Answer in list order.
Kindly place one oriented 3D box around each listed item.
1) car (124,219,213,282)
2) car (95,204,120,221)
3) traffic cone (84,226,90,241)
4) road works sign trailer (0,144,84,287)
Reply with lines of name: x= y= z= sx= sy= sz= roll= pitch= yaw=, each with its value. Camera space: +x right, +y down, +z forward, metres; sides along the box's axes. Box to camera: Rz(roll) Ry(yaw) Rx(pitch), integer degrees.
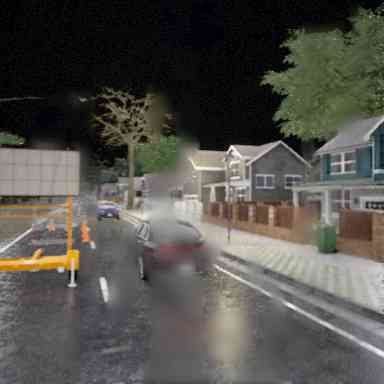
car: x=-0.902 y=1.598 z=10.259 sx=1.837 sy=1.490 sz=4.892 roll=0 pitch=0 yaw=-19
car: x=-7.719 y=1.786 z=30.370 sx=1.812 sy=1.442 sz=4.674 roll=0 pitch=-1 yaw=-19
traffic cone: x=-5.173 y=2.088 z=16.266 sx=0.340 sy=0.580 sz=0.340 roll=0 pitch=-1 yaw=-19
road works sign trailer: x=-4.326 y=0.532 z=9.177 sx=2.380 sy=3.560 sz=2.880 roll=0 pitch=-1 yaw=-19
